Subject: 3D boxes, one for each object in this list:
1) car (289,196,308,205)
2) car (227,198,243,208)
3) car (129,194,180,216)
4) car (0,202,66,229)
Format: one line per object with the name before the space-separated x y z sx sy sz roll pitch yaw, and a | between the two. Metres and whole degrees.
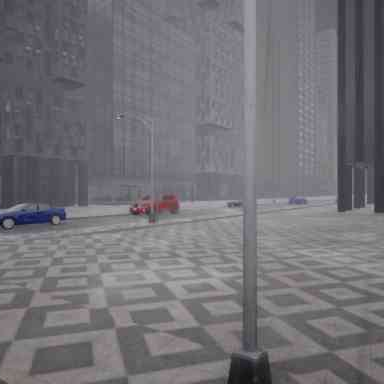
car | 17.618 1.401 55.102 1.882 1.535 5.008 0 0 36
car | 6.637 1.543 45.432 1.895 1.301 4.718 0 0 37
car | -3.445 1.187 31.729 2.150 2.045 5.566 0 0 36
car | -10.745 1.458 21.743 1.882 1.535 5.008 0 0 36
